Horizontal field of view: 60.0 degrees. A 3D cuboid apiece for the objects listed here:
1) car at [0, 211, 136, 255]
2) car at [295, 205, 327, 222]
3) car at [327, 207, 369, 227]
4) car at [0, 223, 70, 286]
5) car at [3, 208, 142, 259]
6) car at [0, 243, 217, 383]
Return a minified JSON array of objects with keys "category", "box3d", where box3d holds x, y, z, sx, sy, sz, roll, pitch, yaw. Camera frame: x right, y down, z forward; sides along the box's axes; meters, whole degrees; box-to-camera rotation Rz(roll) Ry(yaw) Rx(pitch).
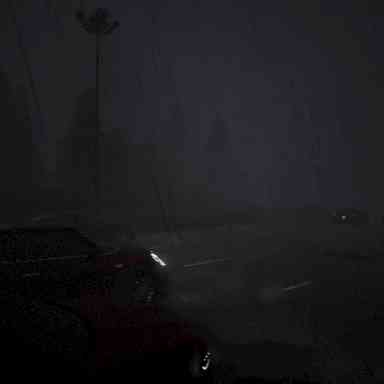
[{"category":"car","box3d":[-2.684,1.371,6.332,4.553,1.767,2.097,1,-1,-36]},{"category":"car","box3d":[10.724,1.851,29.398,1.994,1.385,4.181,0,0,38]},{"category":"car","box3d":[12.265,1.837,25.712,1.994,1.385,4.181,0,-1,38]},{"category":"car","box3d":[-5.743,1.608,8.319,4.718,1.301,1.895,1,0,-36]},{"category":"car","box3d":[-4.708,1.530,13.585,5.008,1.535,1.882,1,0,-39]},{"category":"car","box3d":[-2.050,1.476,2.454,5.008,1.535,1.882,1,0,-36]}]
